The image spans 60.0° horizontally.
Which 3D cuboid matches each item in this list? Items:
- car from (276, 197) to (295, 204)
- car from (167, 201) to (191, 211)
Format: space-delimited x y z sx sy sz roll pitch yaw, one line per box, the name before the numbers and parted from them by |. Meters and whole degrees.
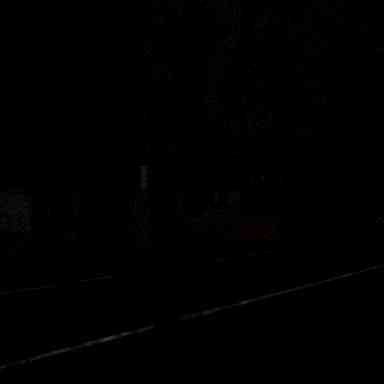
car | 19.641 1.818 70.065 1.970 1.475 3.806 0 -1 -37
car | -2.057 2.103 49.723 1.812 1.442 4.674 0 -1 -37
